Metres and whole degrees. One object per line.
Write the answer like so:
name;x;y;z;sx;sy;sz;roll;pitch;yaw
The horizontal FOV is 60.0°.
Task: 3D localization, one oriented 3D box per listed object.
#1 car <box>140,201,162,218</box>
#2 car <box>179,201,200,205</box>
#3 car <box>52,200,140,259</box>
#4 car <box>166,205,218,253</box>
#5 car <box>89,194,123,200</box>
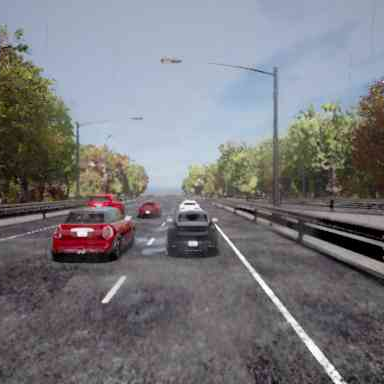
car;-3.735;1.502;30.062;1.812;1.442;4.674;0;0;-1
car;-0.233;1.500;29.998;1.812;1.442;4.674;0;0;-1
car;-3.480;1.337;12.628;2.097;1.767;4.553;0;0;0
car;0.014;1.488;13.604;1.837;1.490;4.892;0;0;0
car;-7.193;1.199;28.020;2.150;2.045;5.566;0;0;-1
